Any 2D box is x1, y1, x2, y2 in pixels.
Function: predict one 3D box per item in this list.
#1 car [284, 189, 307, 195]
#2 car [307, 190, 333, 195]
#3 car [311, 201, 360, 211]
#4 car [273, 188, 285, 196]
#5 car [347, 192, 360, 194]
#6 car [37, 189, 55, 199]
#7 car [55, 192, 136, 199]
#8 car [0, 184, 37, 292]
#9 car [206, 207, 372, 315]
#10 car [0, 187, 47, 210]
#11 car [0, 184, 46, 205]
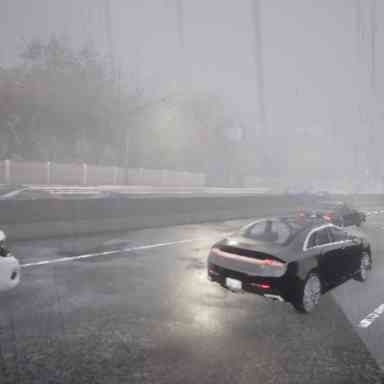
[{"bbox_3d":[17.247,0.318,53.132,1.882,1.535,5.008,4,3,44],"label":"car"},{"bbox_3d":[19.971,0.507,50.930,1.837,1.490,4.892,4,3,44],"label":"car"},{"bbox_3d":[7.540,1.207,17.684,2.033,1.411,5.357,4,3,44],"label":"car"},{"bbox_3d":[15.605,0.182,56.456,1.837,1.490,4.892,4,3,44],"label":"car"},{"bbox_3d":[24.572,0.695,50.653,1.812,1.442,4.674,4,3,44],"label":"car"},{"bbox_3d":[-10.071,0.526,19.857,1.812,1.442,4.674,4,3,44],"label":"car"},{"bbox_3d":[-5.017,0.709,20.062,2.033,1.411,5.357,4,3,44],"label":"car"},{"bbox_3d":[-5.361,0.881,4.293,2.150,2.045,5.566,4,2,44],"label":"car"},{"bbox_3d":[2.395,1.316,7.311,2.128,1.511,4.902,4,3,44],"label":"car"},{"bbox_3d":[-12.770,0.384,22.101,2.033,1.411,5.357,4,3,44],"label":"car"},{"bbox_3d":[-14.213,0.151,25.629,1.882,1.535,5.008,4,3,44],"label":"car"}]
